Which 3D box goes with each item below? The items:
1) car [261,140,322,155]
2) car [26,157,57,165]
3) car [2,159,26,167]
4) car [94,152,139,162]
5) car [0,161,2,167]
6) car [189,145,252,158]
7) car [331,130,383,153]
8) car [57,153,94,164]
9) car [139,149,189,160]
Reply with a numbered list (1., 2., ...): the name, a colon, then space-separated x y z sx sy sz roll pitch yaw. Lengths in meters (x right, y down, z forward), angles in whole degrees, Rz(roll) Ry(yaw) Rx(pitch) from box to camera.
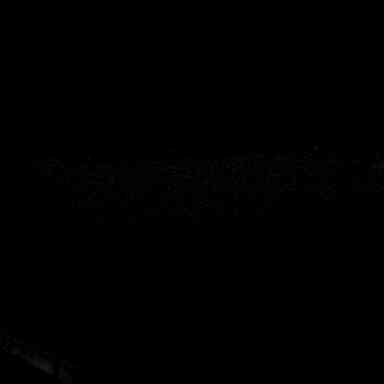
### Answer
1. car: 7.766 -3.277 25.968 4.553 1.767 2.185 1 0 26
2. car: -16.766 -3.417 39.082 5.008 1.535 2.097 1 0 32
3. car: -21.480 -3.425 42.009 4.674 1.452 2.002 1 0 33
4. car: -7.015 -3.289 33.469 4.792 1.488 2.163 1 0 29
5. car: -26.129 -3.509 45.036 4.892 1.521 2.231 0 0 34
6. car: 2.684 -3.220 28.408 4.892 1.521 2.231 1 0 27
7. car: 12.868 -3.311 23.632 5.566 2.045 2.435 1 1 25
8. car: -12.011 -3.494 36.269 4.553 1.767 2.185 1 0 31
9. car: -2.150 -3.230 30.864 4.674 1.452 2.002 1 0 28
